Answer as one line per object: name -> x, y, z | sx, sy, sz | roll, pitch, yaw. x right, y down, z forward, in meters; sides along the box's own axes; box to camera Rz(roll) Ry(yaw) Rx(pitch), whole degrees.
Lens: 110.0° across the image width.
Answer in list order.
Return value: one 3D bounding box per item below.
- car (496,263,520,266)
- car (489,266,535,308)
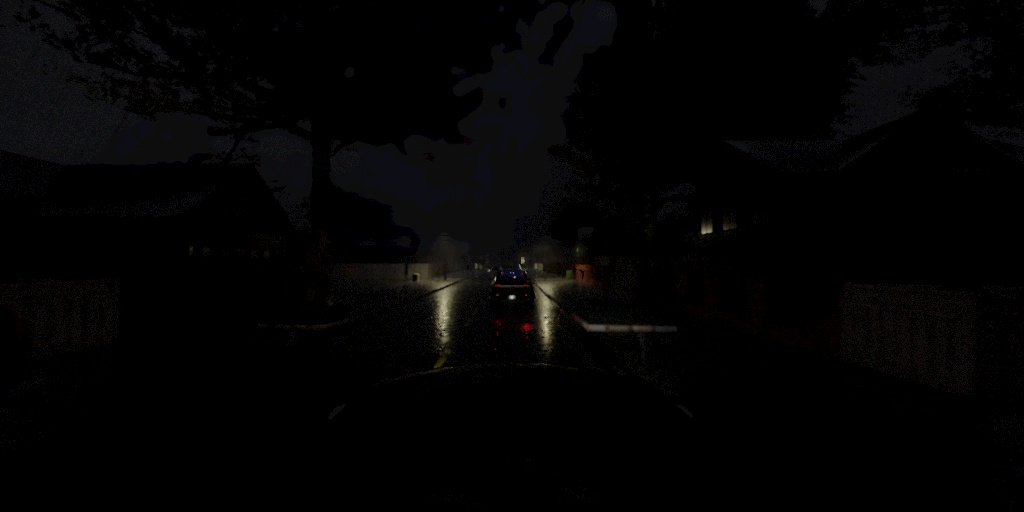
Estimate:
car -> -0.001, 1.410, 30.957 | 2.097, 1.767, 4.553 | 0, -1, 0
car -> 0.003, 1.390, 16.163 | 2.128, 1.511, 4.902 | 0, -1, 0
